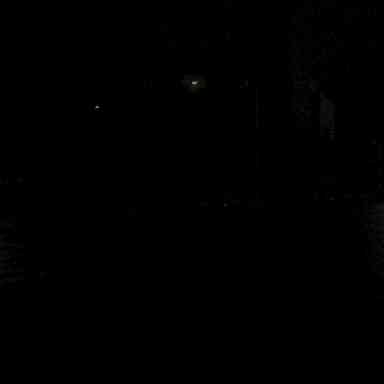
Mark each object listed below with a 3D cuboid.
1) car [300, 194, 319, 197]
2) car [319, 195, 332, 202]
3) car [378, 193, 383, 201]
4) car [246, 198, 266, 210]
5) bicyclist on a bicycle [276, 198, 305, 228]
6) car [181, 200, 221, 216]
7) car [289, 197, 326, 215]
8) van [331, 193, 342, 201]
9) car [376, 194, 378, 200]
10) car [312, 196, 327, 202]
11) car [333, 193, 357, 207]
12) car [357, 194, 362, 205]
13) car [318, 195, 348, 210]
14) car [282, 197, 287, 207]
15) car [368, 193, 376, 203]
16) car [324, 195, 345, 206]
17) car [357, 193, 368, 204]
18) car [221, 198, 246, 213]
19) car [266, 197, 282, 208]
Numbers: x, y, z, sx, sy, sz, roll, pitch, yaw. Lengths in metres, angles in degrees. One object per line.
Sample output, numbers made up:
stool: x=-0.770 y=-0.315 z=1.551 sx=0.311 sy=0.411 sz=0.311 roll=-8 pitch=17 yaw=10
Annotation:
car: x=15.596 y=1.339 z=42.791 sx=2.128 sy=1.511 sz=4.902 roll=-1 pitch=-1 yaw=35
car: x=29.545 y=1.428 z=73.381 sx=1.802 sy=1.307 sz=4.206 roll=0 pitch=0 yaw=35
car: x=42.968 y=1.359 z=77.786 sx=1.802 sy=1.307 sz=4.206 roll=-1 pitch=0 yaw=35
car: x=7.060 y=1.495 z=40.934 sx=1.802 sy=1.307 sz=4.206 roll=0 pitch=0 yaw=35
bicyclist on a bicycle: x=5.379 y=1.177 z=18.341 sx=1.656 sy=1.620 sz=0.582 roll=-1 pitch=0 yaw=35
car: x=0.636 y=1.525 z=31.664 sx=1.802 sy=1.307 sz=4.206 roll=0 pitch=0 yaw=35
car: x=10.852 y=1.425 z=31.439 sx=1.947 sy=1.339 sz=4.313 roll=0 pitch=0 yaw=35
van: x=35.967 y=1.187 z=82.653 sx=1.690 sy=1.788 sz=3.998 roll=-1 pitch=0 yaw=35
car: x=36.642 y=1.303 z=68.657 sx=1.752 sy=1.417 sz=4.829 roll=-1 pitch=0 yaw=35
car: x=26.333 y=1.419 z=68.747 sx=1.947 sy=1.339 sz=4.313 roll=0 pitch=0 yaw=35
car: x=20.486 y=1.137 z=45.345 sx=2.192 sy=1.841 sz=5.009 roll=0 pitch=0 yaw=35
car: x=23.698 y=1.378 z=49.978 sx=1.947 sy=1.339 sz=4.313 roll=0 pitch=0 yaw=35
car: x=17.275 y=1.377 z=40.709 sx=1.887 sy=1.381 sz=4.507 roll=0 pitch=0 yaw=35
car: x=13.484 y=1.456 z=50.205 sx=1.947 sy=1.339 sz=4.313 roll=0 pitch=0 yaw=35
car: x=33.333 y=1.100 z=63.883 sx=2.192 sy=1.841 sz=5.009 roll=0 pitch=0 yaw=35
car: x=22.911 y=1.321 z=53.350 sx=2.128 sy=1.511 sz=4.902 roll=-1 pitch=0 yaw=35
car: x=26.909 y=1.118 z=54.613 sx=2.192 sy=1.841 sz=5.009 roll=0 pitch=0 yaw=35
car: x=3.847 y=1.367 z=36.298 sx=1.967 sy=1.590 sz=4.097 roll=0 pitch=0 yaw=35
car: x=10.175 y=1.427 z=45.429 sx=1.752 sy=1.417 sz=4.829 roll=0 pitch=0 yaw=35
